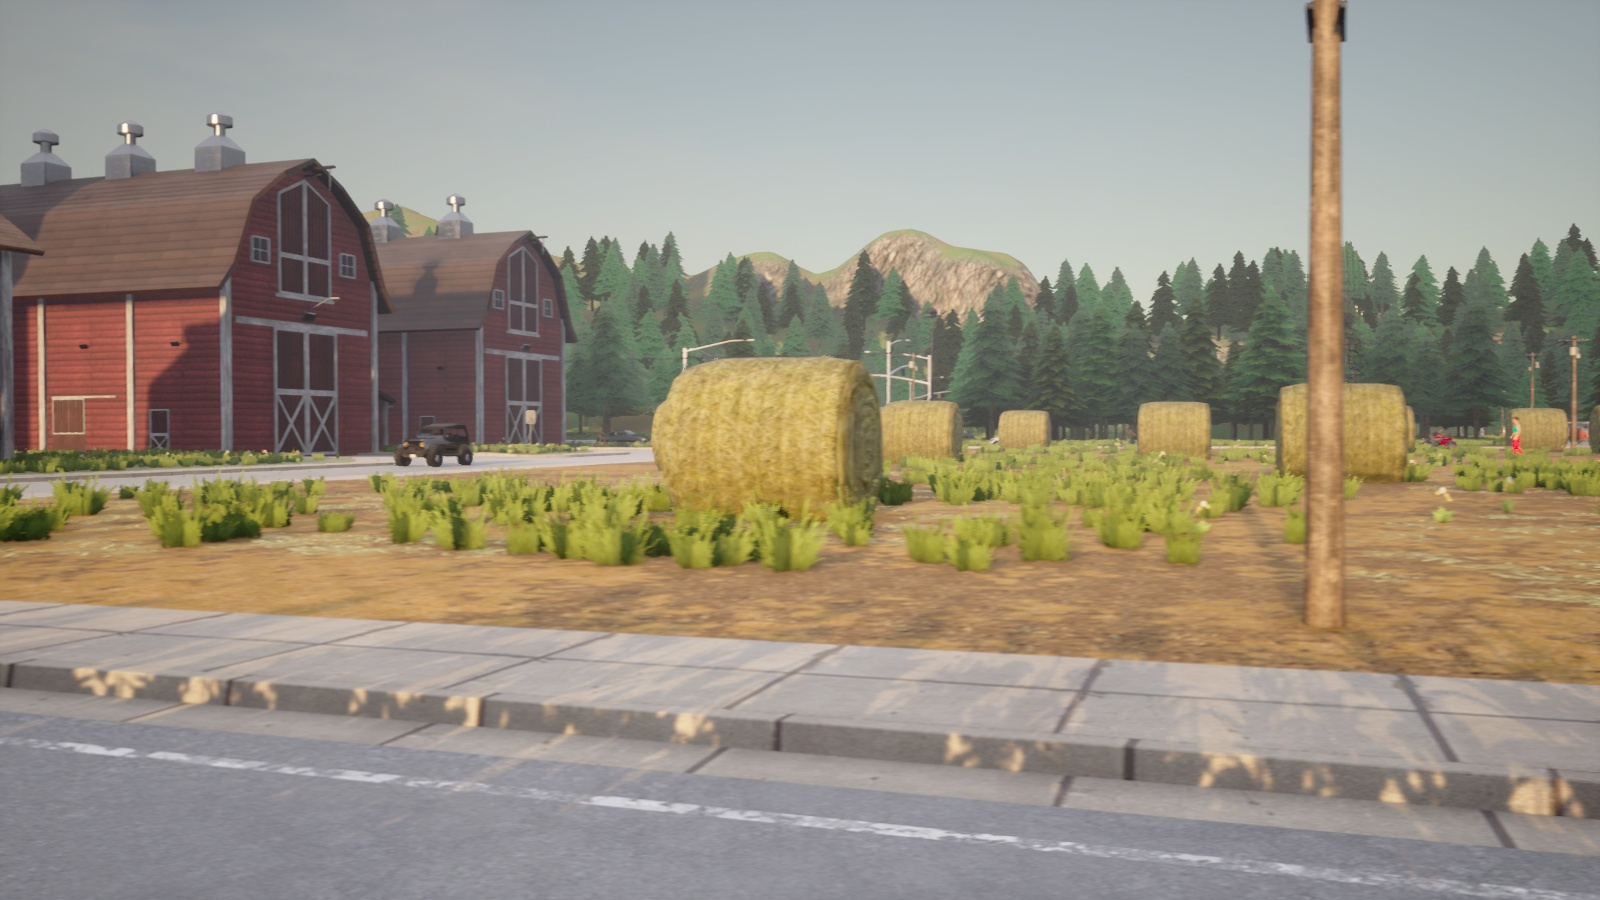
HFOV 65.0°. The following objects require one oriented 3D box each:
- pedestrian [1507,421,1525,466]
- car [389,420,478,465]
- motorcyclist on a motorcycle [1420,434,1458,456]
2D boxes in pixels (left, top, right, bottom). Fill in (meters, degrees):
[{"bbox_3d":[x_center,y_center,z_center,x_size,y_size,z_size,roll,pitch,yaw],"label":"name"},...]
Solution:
[{"bbox_3d":[29.776,-0.277,52.232,0.594,1.836,0.345,1,1,28],"label":"pedestrian"},{"bbox_3d":[-16.008,-0.344,55.072,1.905,1.878,3.866,1,1,18],"label":"car"},{"bbox_3d":[44.296,-0.367,87.092,2.191,1.530,0.866,1,1,19],"label":"motorcyclist on a motorcycle"}]
